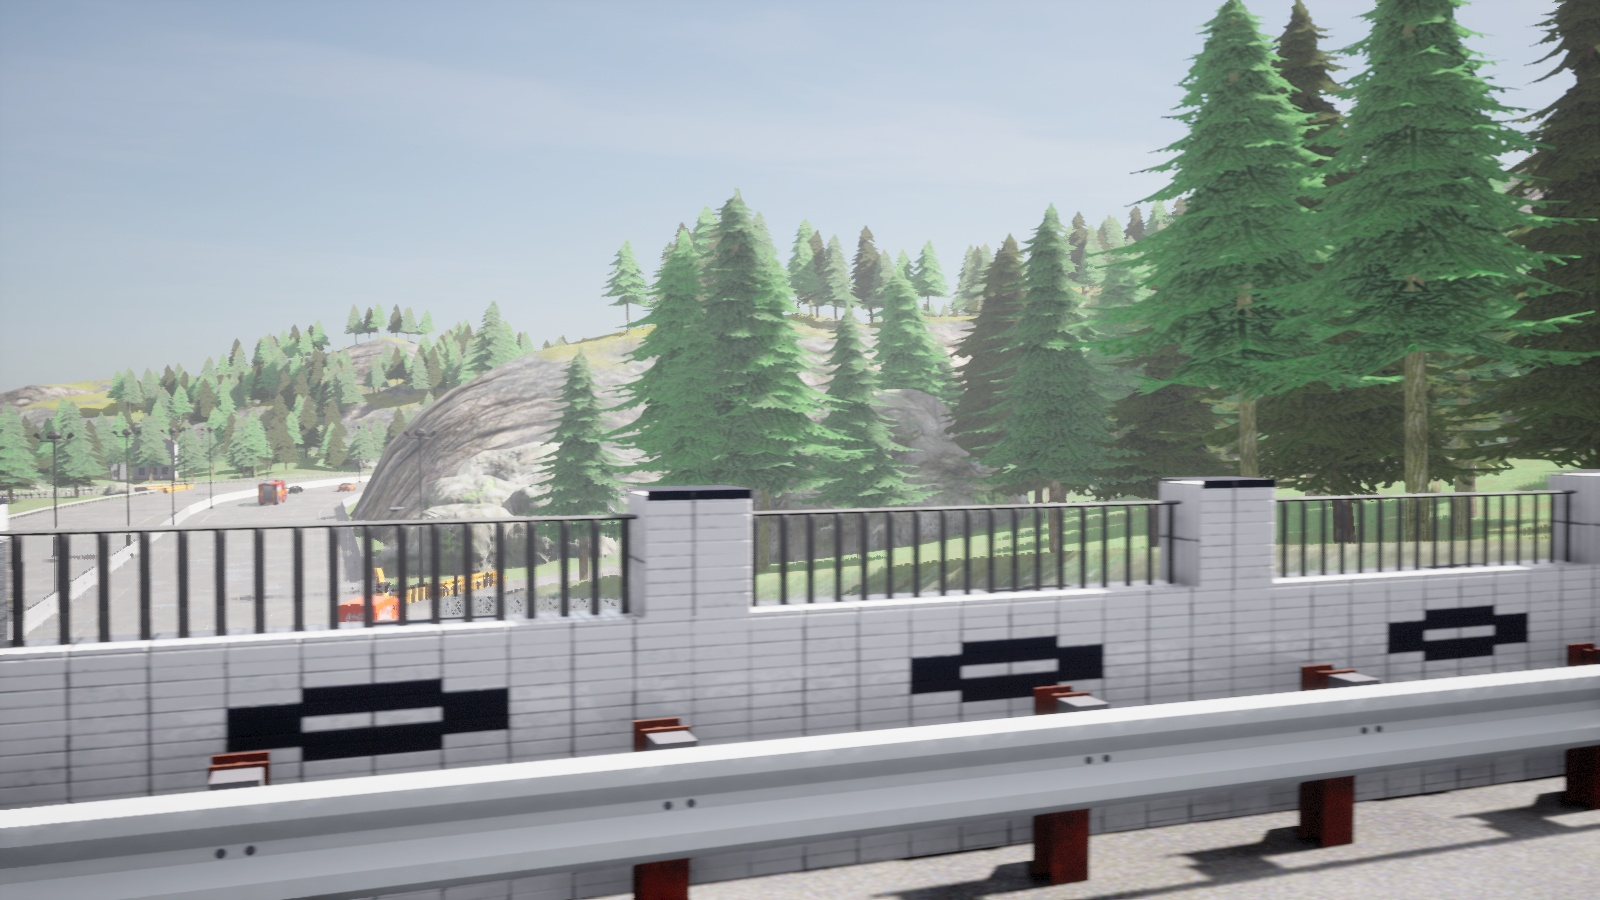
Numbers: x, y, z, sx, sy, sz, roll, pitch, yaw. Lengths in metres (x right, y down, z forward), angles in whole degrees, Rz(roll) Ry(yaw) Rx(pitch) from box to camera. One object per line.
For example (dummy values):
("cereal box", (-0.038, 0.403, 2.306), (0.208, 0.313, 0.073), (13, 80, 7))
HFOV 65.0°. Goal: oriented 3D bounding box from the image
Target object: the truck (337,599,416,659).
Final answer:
("truck", (-23.944, 10.083, 71.235), (2.627, 2.467, 5.204), (-2, 1, 0))
